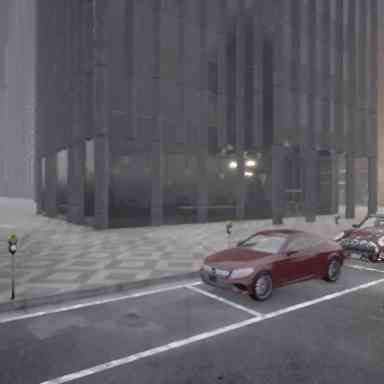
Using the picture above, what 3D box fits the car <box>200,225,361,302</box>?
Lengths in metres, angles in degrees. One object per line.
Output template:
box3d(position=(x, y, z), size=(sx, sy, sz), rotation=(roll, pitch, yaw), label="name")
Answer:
box3d(position=(2.151, 1.613, 8.300), size=(4.206, 1.307, 1.802), rotation=(0, 0, -36), label="car")

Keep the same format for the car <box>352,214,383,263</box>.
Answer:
box3d(position=(6.744, 1.496, 11.576), size=(4.097, 1.590, 1.967), rotation=(0, 0, -36), label="car")
